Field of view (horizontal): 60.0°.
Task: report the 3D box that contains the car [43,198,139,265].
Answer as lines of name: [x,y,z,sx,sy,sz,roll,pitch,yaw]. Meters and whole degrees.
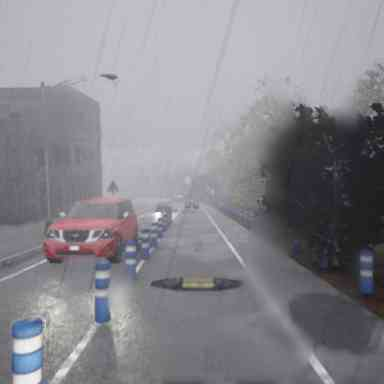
car: [-3.343,1.252,12.224,2.150,2.045,5.566,0,0,0]

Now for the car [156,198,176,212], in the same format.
car: [-3.393,1.704,41.088,1.895,1.301,4.718,0,0,-1]

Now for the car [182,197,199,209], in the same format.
car: [-0.094,1.662,46.181,1.895,1.301,4.718,0,1,-3]

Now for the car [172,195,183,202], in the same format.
car: [-2.609,1.209,62.404,1.812,1.442,4.674,-2,2,-15]
